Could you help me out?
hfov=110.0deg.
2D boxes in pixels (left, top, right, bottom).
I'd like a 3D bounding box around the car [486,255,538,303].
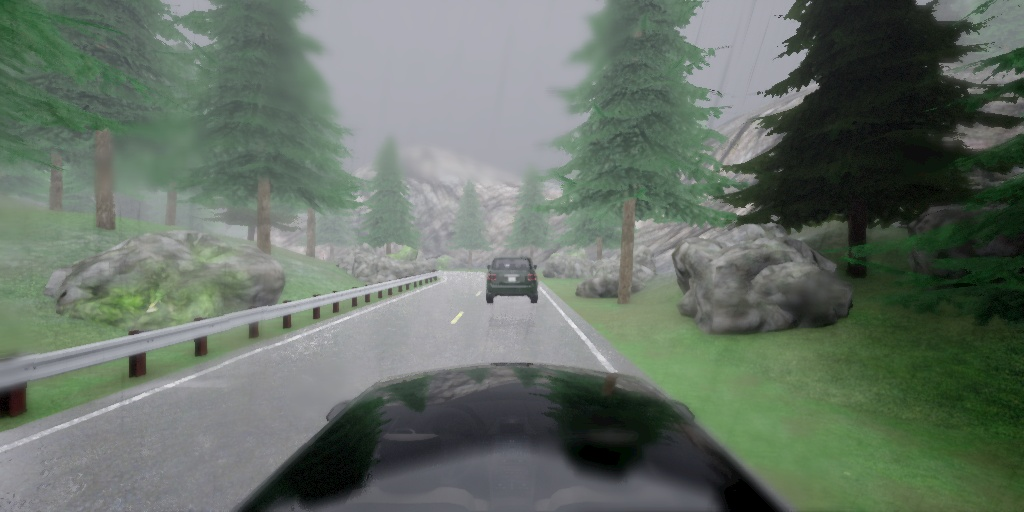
[{"bbox_3d":[0.000,0.985,16.529,2.150,2.045,5.566,0,0,0],"label":"car"}]
